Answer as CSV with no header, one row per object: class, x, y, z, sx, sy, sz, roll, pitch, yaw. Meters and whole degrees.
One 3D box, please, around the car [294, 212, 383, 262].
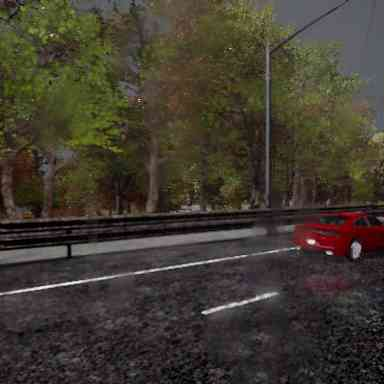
car,5.899,1.481,12.333,5.008,1.535,1.882,0,0,-36
